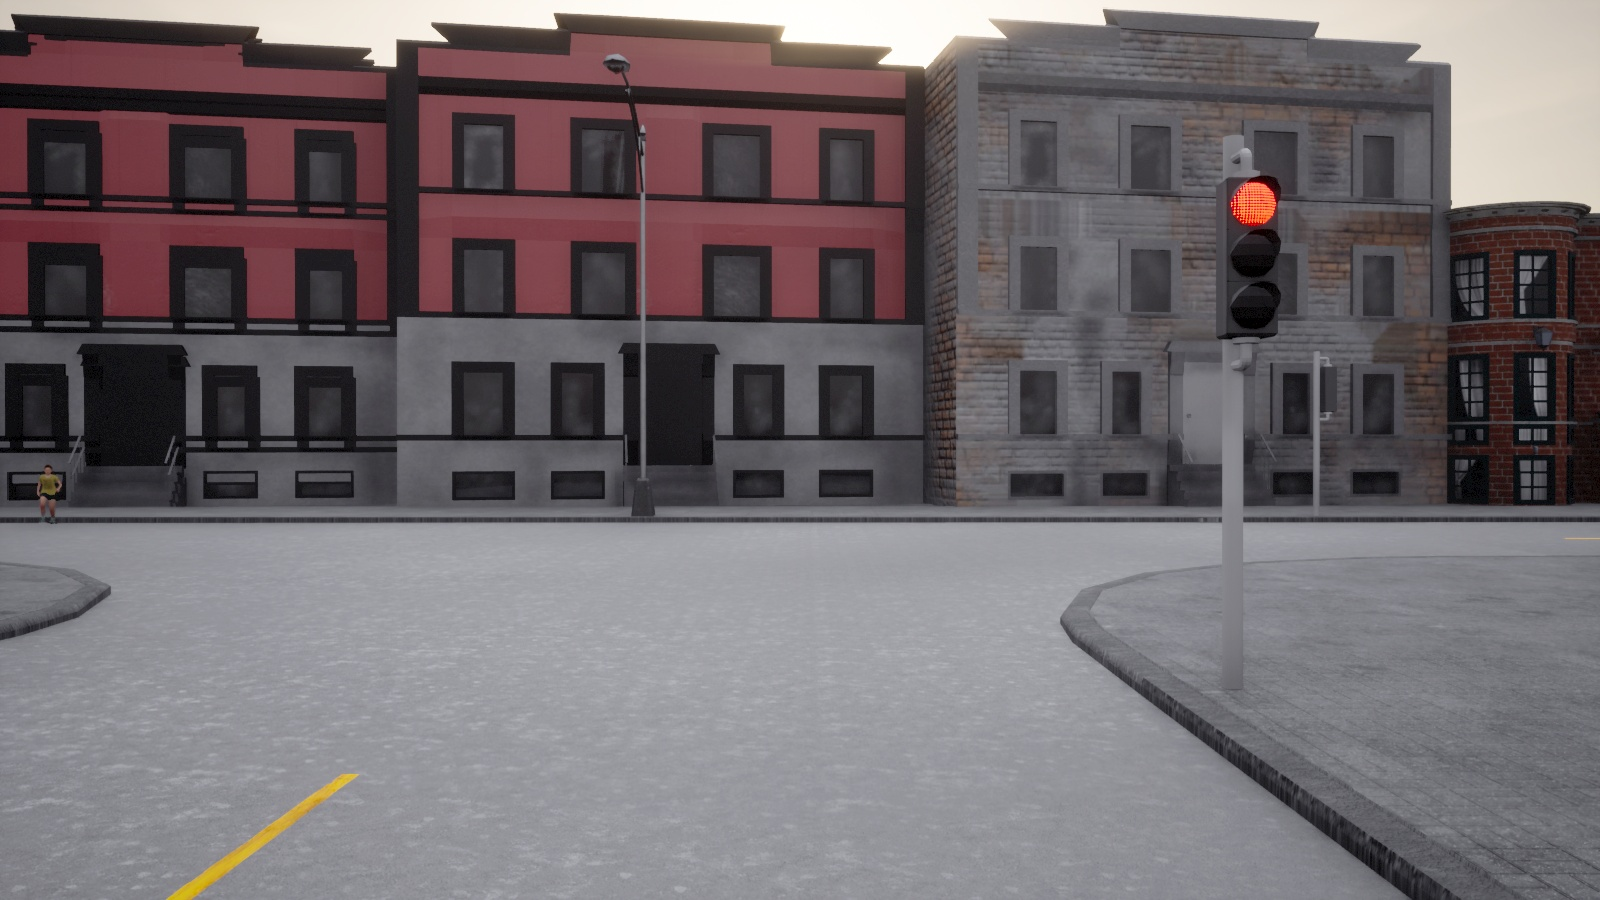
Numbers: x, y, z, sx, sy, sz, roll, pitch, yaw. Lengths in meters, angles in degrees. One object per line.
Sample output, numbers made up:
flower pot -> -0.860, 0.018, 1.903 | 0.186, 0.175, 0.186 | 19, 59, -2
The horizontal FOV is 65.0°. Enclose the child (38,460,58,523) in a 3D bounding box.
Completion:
child -> -13.483, 0.734, 22.506 | 0.255, 1.110, 0.394 | 0, 0, -23
